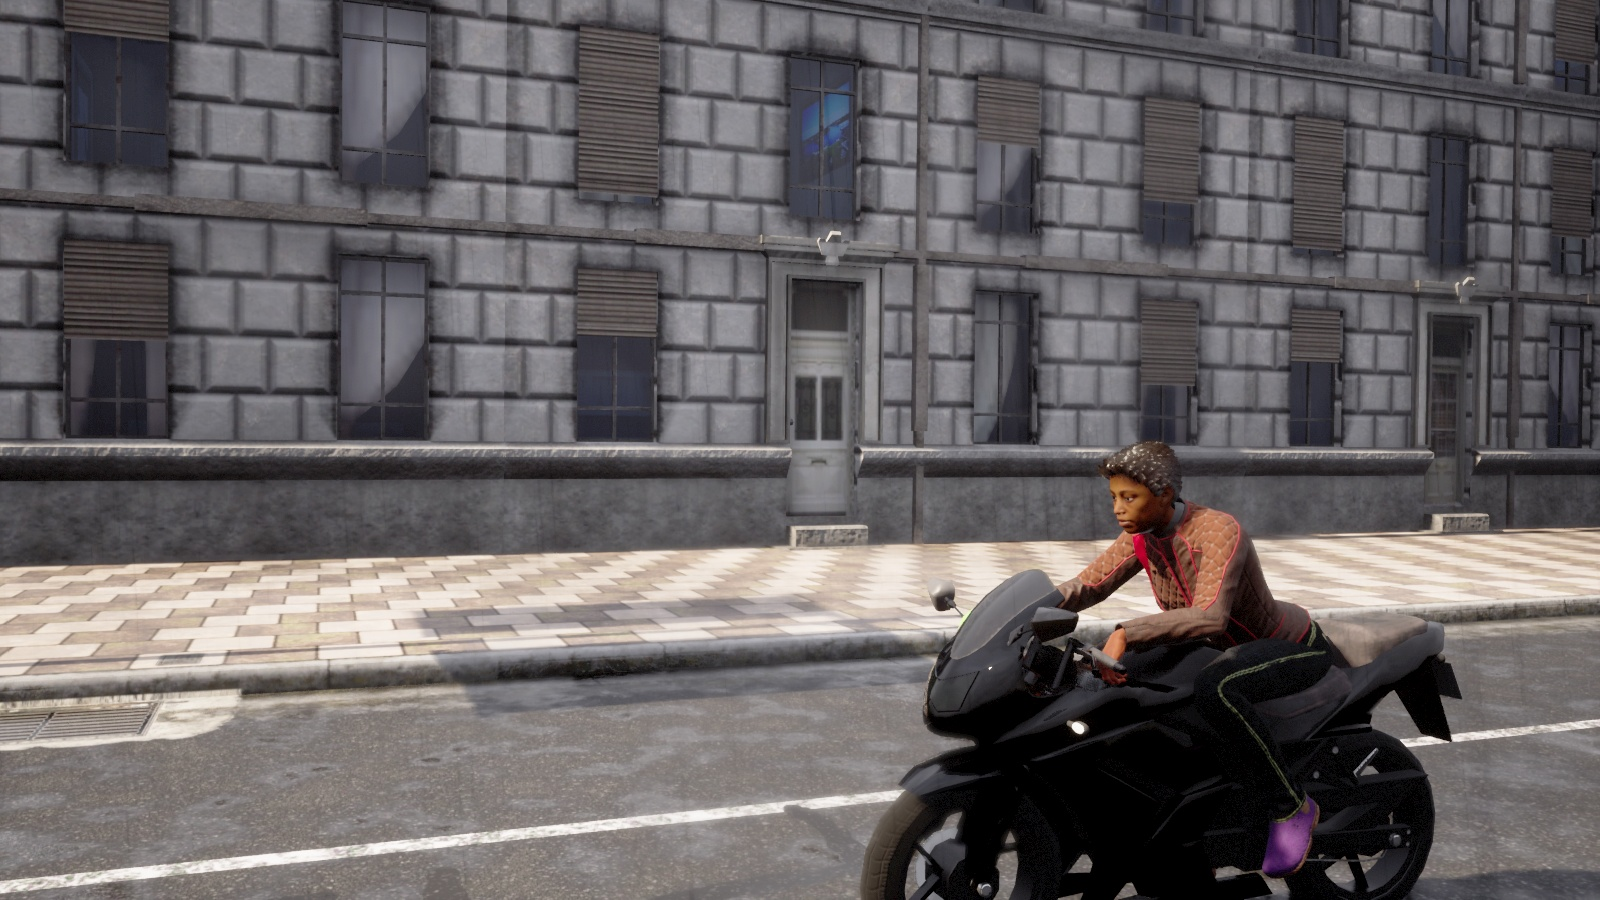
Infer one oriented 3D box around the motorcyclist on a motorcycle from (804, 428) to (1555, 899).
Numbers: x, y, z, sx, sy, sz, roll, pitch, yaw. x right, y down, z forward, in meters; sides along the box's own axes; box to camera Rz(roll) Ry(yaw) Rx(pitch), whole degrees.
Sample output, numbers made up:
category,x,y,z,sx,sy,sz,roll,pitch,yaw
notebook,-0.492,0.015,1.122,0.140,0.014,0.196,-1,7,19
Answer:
category,x,y,z,sx,sy,sz,roll,pitch,yaw
motorcyclist on a motorcycle,1.116,0.708,3.691,2.044,1.523,0.797,-1,1,-21
